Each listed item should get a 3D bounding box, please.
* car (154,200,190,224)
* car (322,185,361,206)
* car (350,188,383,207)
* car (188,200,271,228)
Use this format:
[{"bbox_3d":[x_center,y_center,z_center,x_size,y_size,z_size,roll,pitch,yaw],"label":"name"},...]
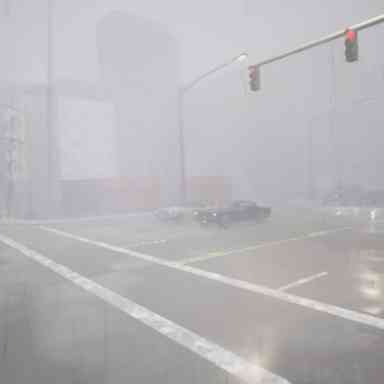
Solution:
[{"bbox_3d":[-0.113,1.188,21.349,4.718,1.301,1.895,-2,1,-41],"label":"car"},{"bbox_3d":[15.754,0.272,34.538,5.566,2.045,2.150,-2,1,-40],"label":"car"},{"bbox_3d":[17.061,0.573,31.074,4.892,1.490,1.837,-2,1,-40],"label":"car"},{"bbox_3d":[2.330,1.172,18.850,4.718,1.301,1.895,-2,1,-40],"label":"car"}]
